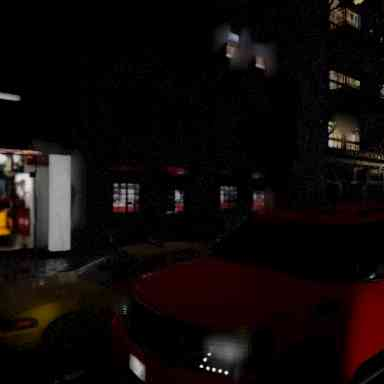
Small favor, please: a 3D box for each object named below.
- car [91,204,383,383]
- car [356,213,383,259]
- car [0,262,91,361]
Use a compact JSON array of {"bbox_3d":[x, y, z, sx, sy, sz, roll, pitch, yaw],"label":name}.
[{"bbox_3d":[1.749,1.221,4.608,5.566,2.045,2.150,0,0,-36],"label":"car"},{"bbox_3d":[8.235,1.543,12.431,4.507,1.381,1.887,0,1,-36],"label":"car"},{"bbox_3d":[-0.894,1.525,5.914,4.829,1.417,1.752,0,1,-36],"label":"car"}]
